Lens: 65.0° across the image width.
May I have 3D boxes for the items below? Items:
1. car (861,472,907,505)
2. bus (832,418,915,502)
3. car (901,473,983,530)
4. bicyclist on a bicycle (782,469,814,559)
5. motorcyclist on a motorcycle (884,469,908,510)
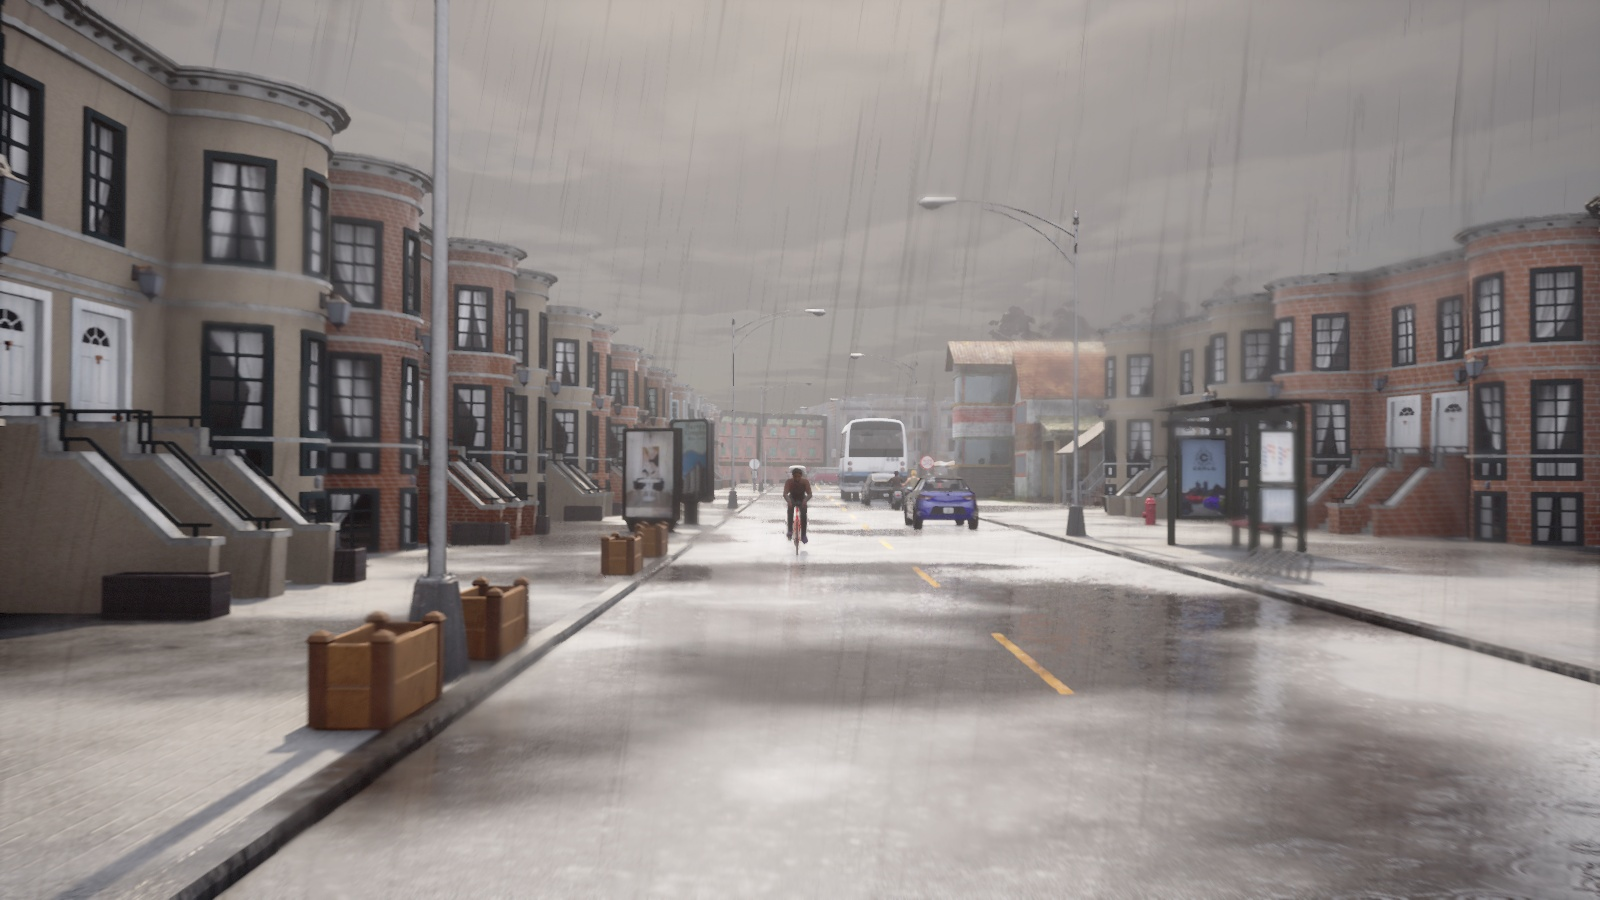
[{"bbox_3d":[3.903,1.792,59.037,1.837,1.490,4.892,0,-1,0],"label":"car"},{"bbox_3d":[3.871,0.580,69.130,3.944,4.253,10.273,0,-1,0],"label":"bus"},{"bbox_3d":[3.941,1.406,35.441,1.816,1.474,4.193,0,-1,0],"label":"car"},{"bbox_3d":[-0.040,1.160,23.434,0.582,1.620,1.656,0,-1,0],"label":"bicyclist on a bicycle"},{"bbox_3d":[3.915,1.608,51.301,0.766,1.649,2.350,0,-1,0],"label":"motorcyclist on a motorcycle"}]
